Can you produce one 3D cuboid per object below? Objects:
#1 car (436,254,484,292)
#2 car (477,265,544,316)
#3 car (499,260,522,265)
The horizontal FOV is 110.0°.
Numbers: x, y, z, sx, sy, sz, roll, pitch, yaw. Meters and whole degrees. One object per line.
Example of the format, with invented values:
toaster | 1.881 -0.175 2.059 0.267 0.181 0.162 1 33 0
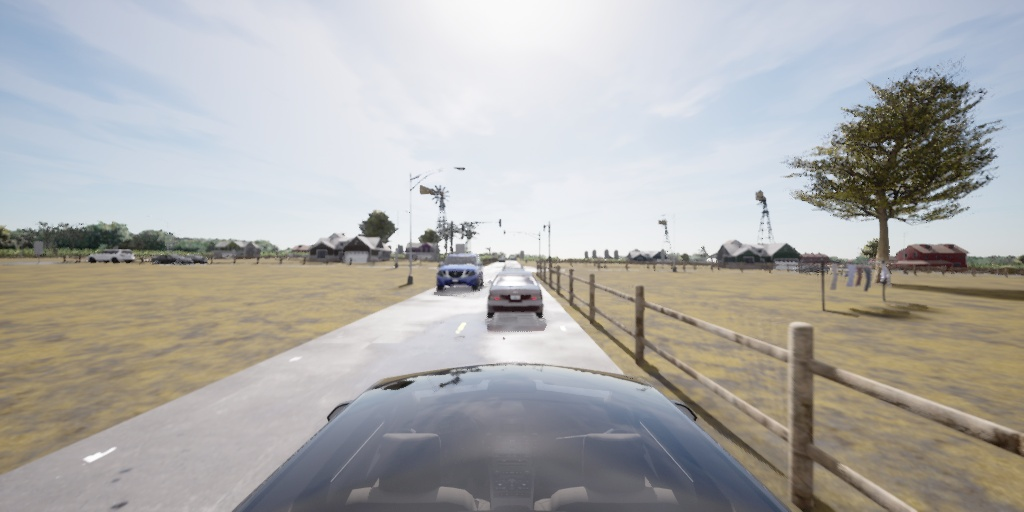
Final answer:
car | -2.849 0.876 20.785 2.150 2.045 5.566 0 0 0
car | 0.097 1.232 12.888 2.033 1.411 5.357 0 0 0
car | 0.082 1.235 29.091 1.895 1.301 4.718 0 0 -1
